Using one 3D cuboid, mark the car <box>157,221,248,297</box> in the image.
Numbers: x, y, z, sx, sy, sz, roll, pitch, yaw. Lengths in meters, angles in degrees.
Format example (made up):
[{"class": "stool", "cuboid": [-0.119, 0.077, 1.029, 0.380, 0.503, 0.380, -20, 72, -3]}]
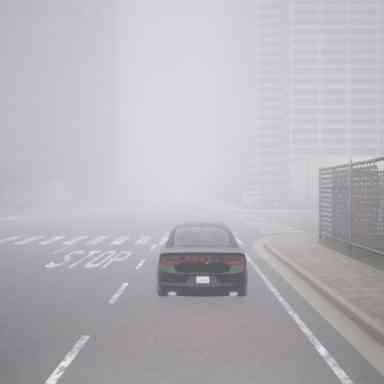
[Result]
[{"class": "car", "cuboid": [0.231, 1.477, 8.641, 1.882, 1.535, 5.008, 0, 0, 1]}]
